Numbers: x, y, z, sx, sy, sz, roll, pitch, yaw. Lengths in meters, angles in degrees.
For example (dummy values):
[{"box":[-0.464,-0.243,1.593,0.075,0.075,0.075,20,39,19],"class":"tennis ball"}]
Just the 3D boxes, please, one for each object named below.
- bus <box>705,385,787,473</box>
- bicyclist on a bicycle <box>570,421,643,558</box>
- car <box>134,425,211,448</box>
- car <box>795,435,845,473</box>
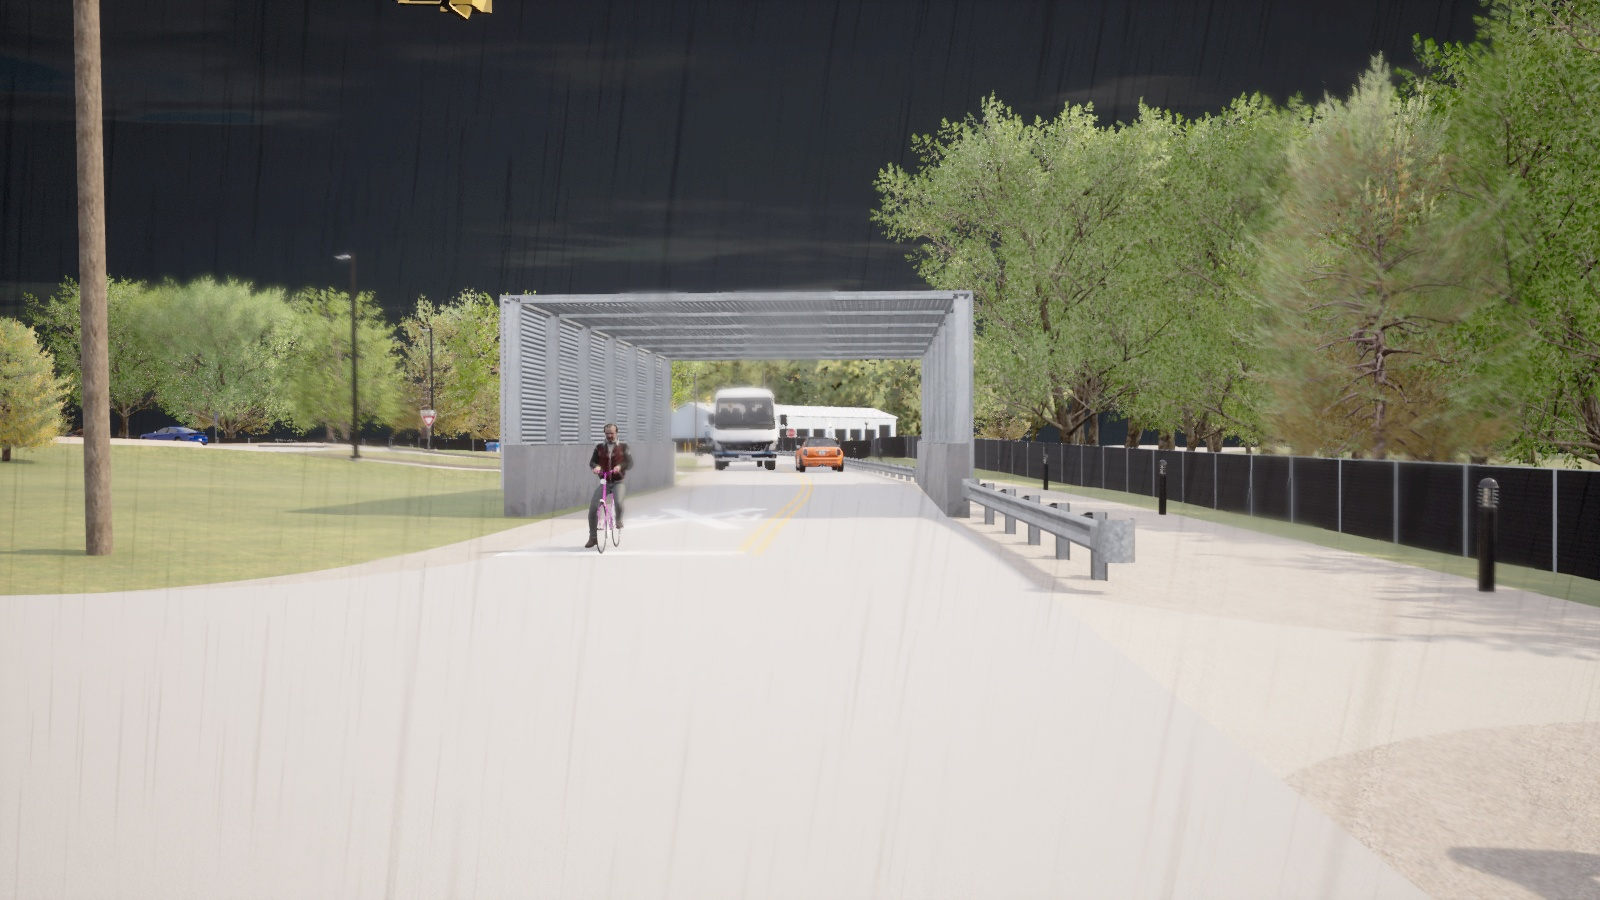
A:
[{"box":[-2.960,-1.121,66.595,3.944,4.253,10.273,-1,1,-4],"class":"bus"},{"box":[-2.633,0.512,17.259,0.659,1.776,1.843,0,0,2],"class":"bicyclist on a bicycle"},{"box":[-43.410,-0.924,86.883,5.008,1.535,1.882,0,-2,21],"class":"car"},{"box":[0.909,0.165,61.020,2.097,1.767,4.553,0,0,-3],"class":"car"}]
